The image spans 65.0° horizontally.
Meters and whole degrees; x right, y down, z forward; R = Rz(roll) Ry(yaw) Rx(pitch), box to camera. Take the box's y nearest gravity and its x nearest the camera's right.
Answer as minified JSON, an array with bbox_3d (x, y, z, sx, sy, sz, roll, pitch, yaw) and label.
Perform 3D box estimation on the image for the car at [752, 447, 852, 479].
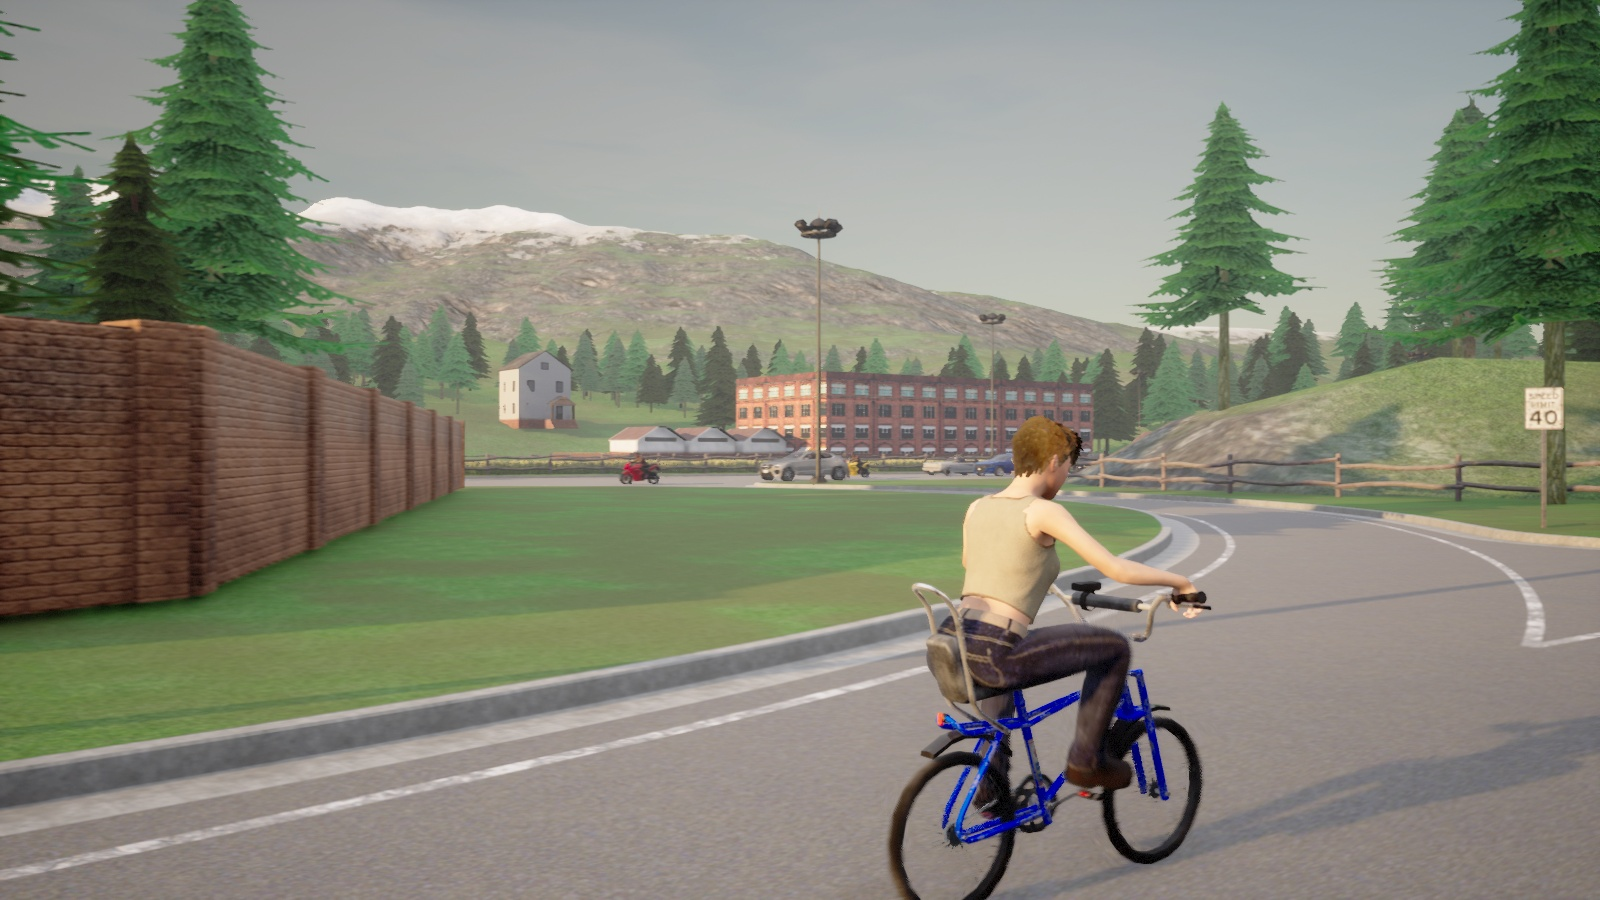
[{"bbox_3d":[0.124,0.688,67.234,5.027,1.651,2.152,0,0,-35],"label":"car"}]

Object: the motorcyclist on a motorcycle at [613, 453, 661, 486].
[{"bbox_3d":[-7.499,0.884,57.698,2.044,1.523,0.797,0,0,-35],"label":"motorcyclist on a motorcycle"}]

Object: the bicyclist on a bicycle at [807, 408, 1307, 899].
[{"bbox_3d":[0.891,0.690,4.285,1.509,1.612,0.866,0,0,-35],"label":"bicyclist on a bicycle"}]

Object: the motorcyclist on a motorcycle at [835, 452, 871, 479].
[{"bbox_3d":[3.122,0.901,73.563,2.044,1.523,0.797,0,0,-35],"label":"motorcyclist on a motorcycle"}]

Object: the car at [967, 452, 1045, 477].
[{"bbox_3d":[13.253,0.892,80.572,5.008,1.535,1.882,0,0,-35],"label":"car"}]

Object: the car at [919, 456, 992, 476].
[{"bbox_3d":[10.253,1.026,82.753,4.718,1.301,1.895,0,0,-35],"label":"car"}]
